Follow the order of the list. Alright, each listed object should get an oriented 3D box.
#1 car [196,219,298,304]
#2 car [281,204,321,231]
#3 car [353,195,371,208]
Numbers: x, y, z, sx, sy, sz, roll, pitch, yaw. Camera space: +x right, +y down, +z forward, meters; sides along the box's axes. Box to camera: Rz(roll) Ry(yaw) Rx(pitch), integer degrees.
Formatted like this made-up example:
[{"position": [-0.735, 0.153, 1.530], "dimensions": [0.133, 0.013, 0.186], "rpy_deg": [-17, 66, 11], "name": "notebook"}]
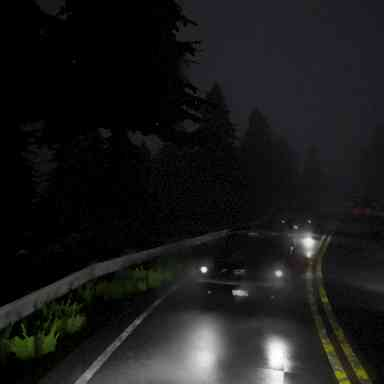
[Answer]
[{"position": [1.585, 1.599, 8.414], "dimensions": [1.895, 1.301, 4.718], "rpy_deg": [-1, 0, 18], "name": "car"}, {"position": [6.664, 1.461, 20.056], "dimensions": [2.033, 1.411, 5.357], "rpy_deg": [-2, 0, 26], "name": "car"}, {"position": [20.618, 1.060, 40.240], "dimensions": [2.128, 1.511, 4.902], "rpy_deg": [-2, 0, 28], "name": "car"}]
